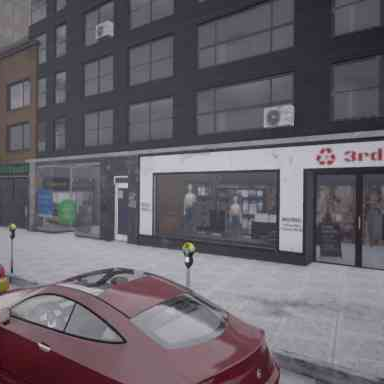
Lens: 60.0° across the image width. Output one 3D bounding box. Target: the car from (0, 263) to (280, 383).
[{"bbox_3d":[-1.118,1.581,3.866,4.206,1.307,1.802,0,1,35],"label":"car"}]
